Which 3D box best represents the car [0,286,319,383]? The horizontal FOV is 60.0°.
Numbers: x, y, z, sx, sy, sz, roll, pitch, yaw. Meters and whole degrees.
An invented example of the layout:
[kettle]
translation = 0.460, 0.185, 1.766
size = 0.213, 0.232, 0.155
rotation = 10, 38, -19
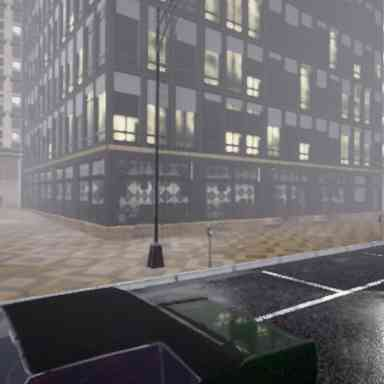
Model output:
[car]
translation = -1.209, 1.604, 2.516
size = 4.718, 1.301, 1.895
rotation = 0, 0, -36
